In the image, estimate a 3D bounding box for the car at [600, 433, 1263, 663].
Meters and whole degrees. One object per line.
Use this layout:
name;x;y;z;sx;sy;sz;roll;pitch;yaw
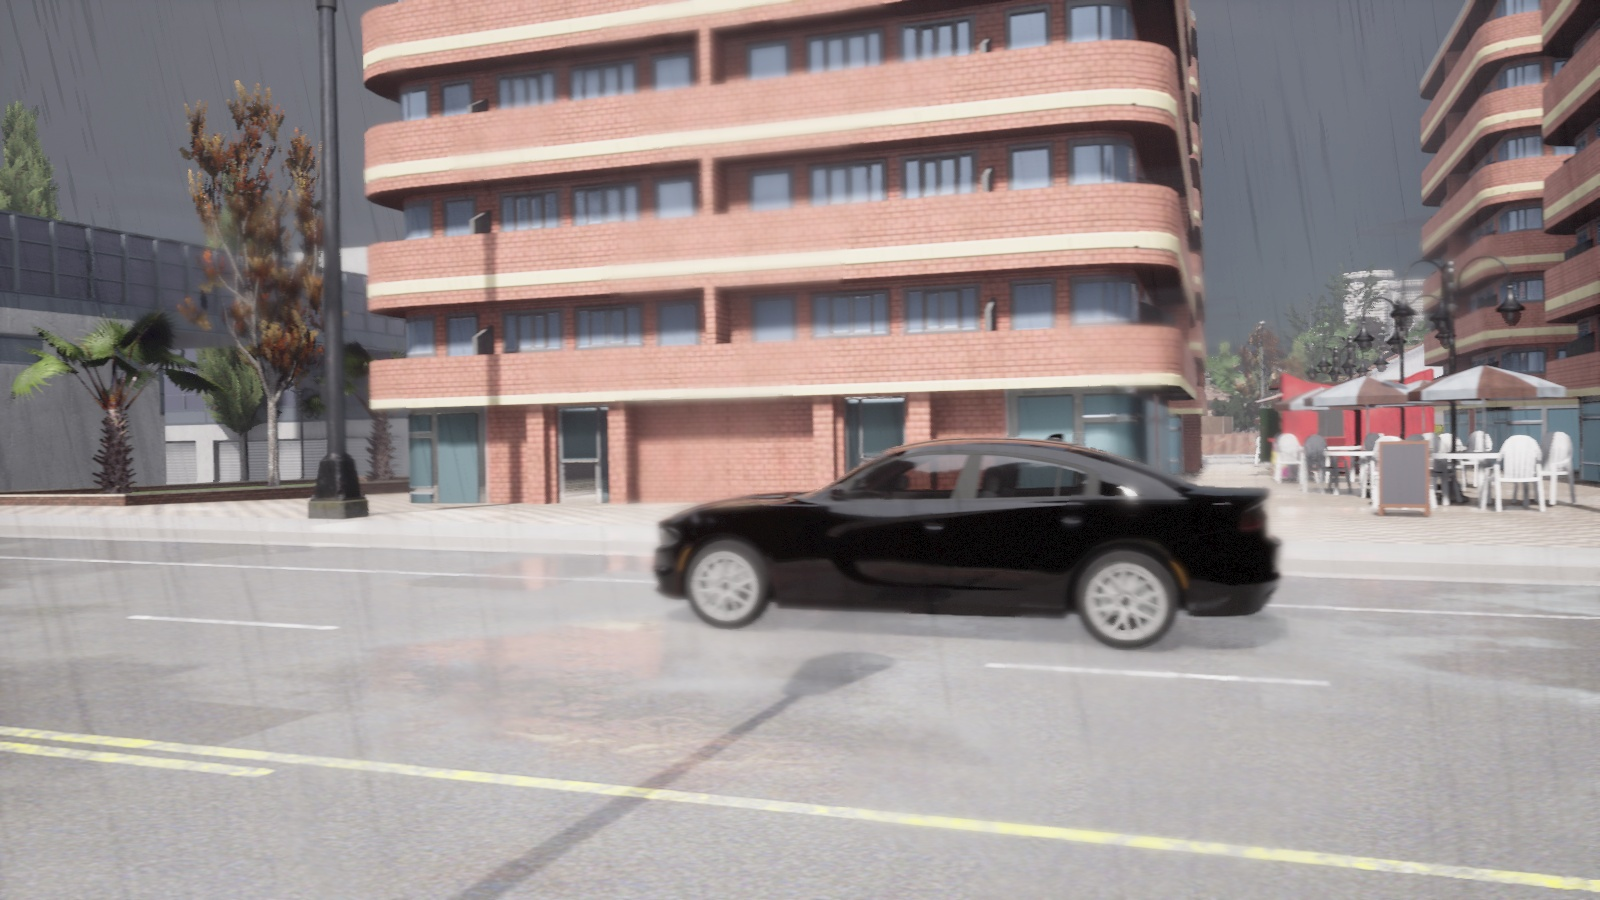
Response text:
car;1.063;0.645;10.220;5.008;1.535;1.882;1;1;19
